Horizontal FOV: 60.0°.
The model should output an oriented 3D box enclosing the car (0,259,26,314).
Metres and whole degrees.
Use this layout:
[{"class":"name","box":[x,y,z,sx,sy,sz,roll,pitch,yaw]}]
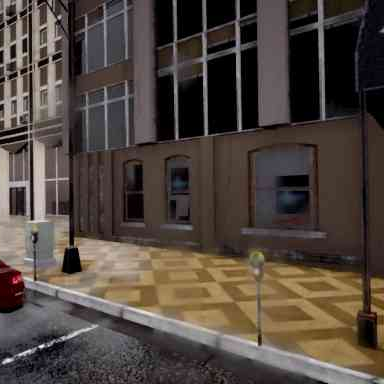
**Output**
[{"class":"car","box":[-4.784,1.584,6.300,4.206,1.307,1.802,0,-1,36]}]
